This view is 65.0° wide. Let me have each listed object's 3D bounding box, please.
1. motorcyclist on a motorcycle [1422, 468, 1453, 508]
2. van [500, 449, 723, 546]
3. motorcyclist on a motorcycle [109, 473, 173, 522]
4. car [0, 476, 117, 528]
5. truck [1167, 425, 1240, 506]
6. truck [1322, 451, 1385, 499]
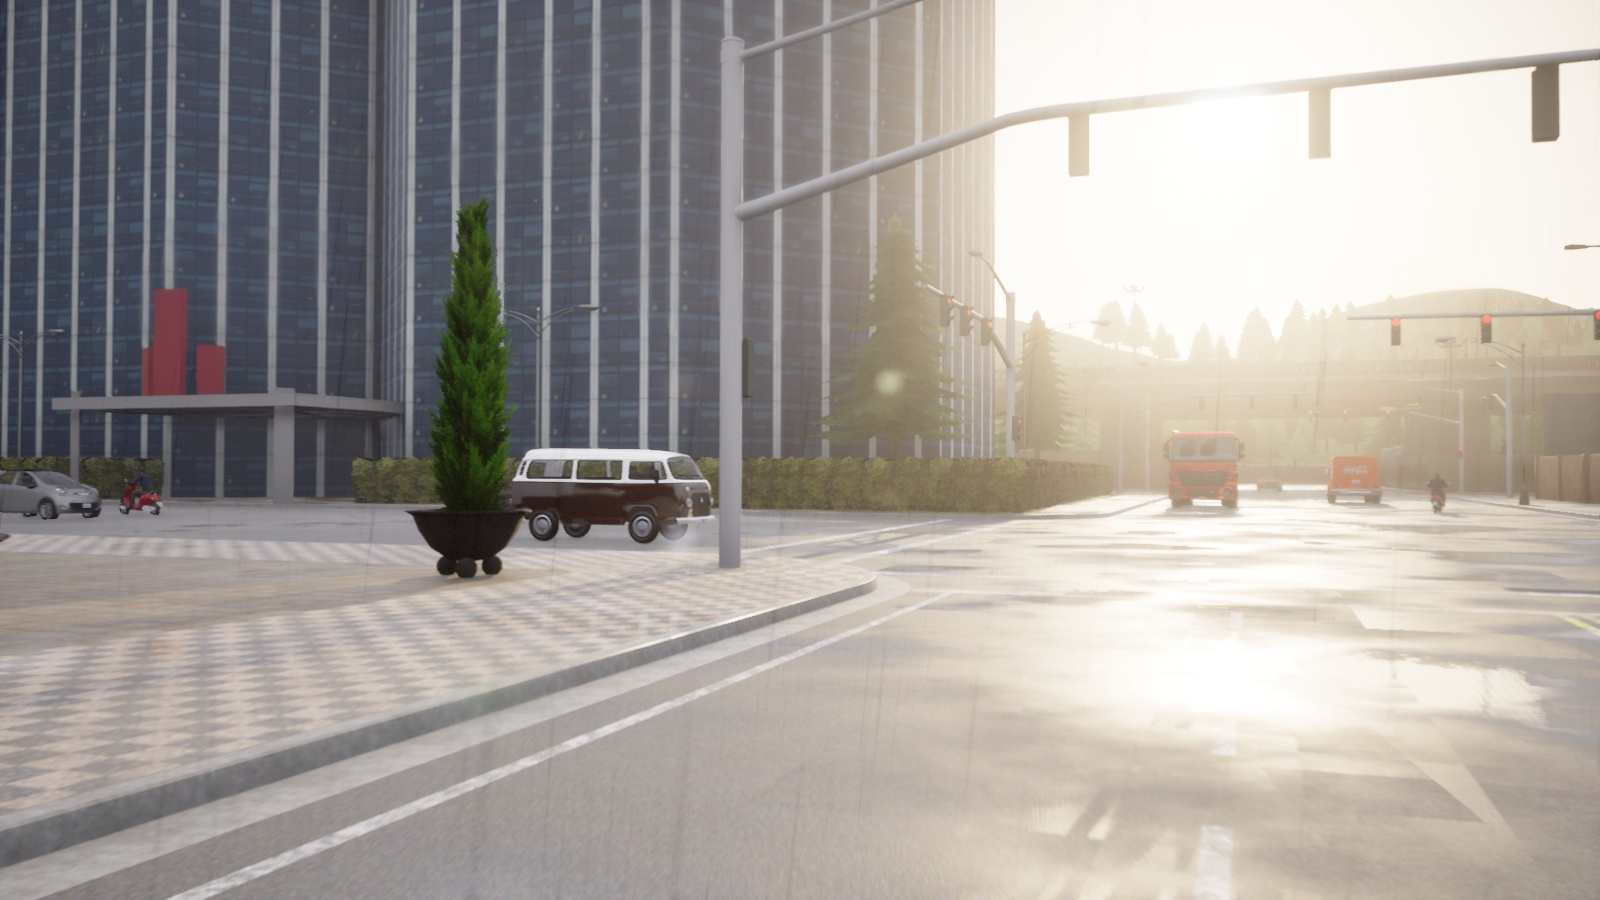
[{"bbox_3d":[25.446,1.508,50.099,0.866,1.590,1.817,-1,-1,33],"label":"motorcyclist on a motorcycle"},{"bbox_3d":[-4.183,1.025,28.034,4.480,2.038,2.069,-1,-1,19],"label":"van"},{"bbox_3d":[-21.862,1.554,41.650,1.817,1.590,0.866,-1,-1,19],"label":"motorcyclist on a motorcycle"},{"bbox_3d":[-23.013,1.564,38.344,3.633,1.501,1.845,-1,-1,19],"label":"car"},{"bbox_3d":[18.621,0.726,57.632,2.891,3.462,7.936,-1,-1,20],"label":"truck"},{"bbox_3d":[29.246,1.325,66.518,2.627,2.467,5.204,-1,-1,20],"label":"truck"}]
